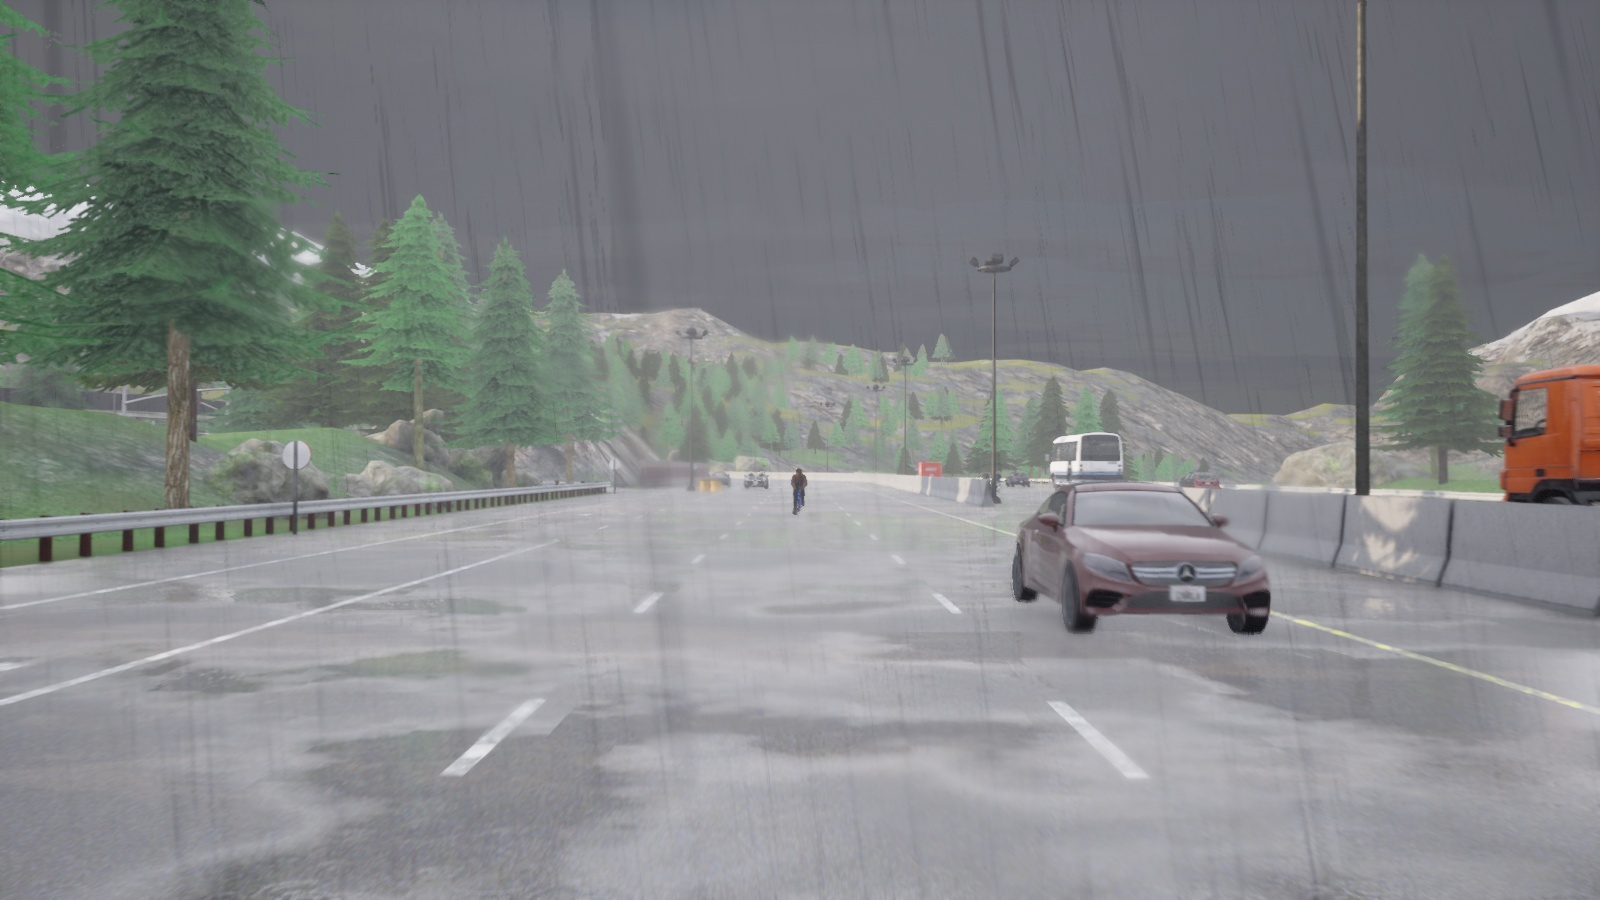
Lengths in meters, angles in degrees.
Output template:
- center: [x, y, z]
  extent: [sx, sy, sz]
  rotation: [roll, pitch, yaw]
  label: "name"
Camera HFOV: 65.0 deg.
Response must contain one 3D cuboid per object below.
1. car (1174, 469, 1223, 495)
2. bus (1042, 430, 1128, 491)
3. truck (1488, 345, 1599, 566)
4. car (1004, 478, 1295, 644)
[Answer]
- center: [24.480, 1.924, 77.265]
  extent: [1.789, 1.549, 3.705]
  rotation: [0, -1, 0]
  label: "car"
- center: [20.973, 0.836, 93.182]
  extent: [3.944, 4.253, 10.273]
  rotation: [0, -1, 0]
  label: "bus"
- center: [13.981, 0.076, 18.868]
  extent: [2.891, 3.462, 7.936]
  rotation: [0, -1, 0]
  label: "truck"
- center: [3.486, 1.040, 13.500]
  extent: [1.812, 1.442, 4.674]
  rotation: [0, -1, 0]
  label: "car"
